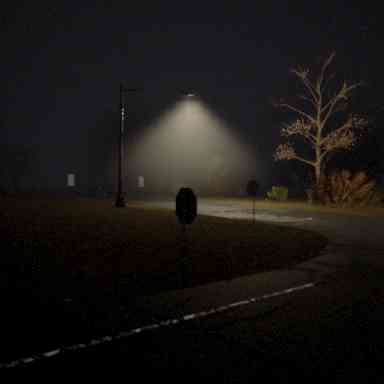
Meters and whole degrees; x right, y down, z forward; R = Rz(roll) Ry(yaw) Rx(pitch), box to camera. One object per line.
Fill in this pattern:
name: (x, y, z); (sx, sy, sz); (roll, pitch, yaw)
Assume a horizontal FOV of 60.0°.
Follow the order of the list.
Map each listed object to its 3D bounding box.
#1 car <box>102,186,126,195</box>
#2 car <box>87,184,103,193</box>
car: (-11.998, -0.187, 52.487); (1.994, 1.385, 4.181); (0, 2, -35)
car: (-17.321, -0.694, 59.962); (2.097, 1.767, 4.553); (0, 2, -35)
